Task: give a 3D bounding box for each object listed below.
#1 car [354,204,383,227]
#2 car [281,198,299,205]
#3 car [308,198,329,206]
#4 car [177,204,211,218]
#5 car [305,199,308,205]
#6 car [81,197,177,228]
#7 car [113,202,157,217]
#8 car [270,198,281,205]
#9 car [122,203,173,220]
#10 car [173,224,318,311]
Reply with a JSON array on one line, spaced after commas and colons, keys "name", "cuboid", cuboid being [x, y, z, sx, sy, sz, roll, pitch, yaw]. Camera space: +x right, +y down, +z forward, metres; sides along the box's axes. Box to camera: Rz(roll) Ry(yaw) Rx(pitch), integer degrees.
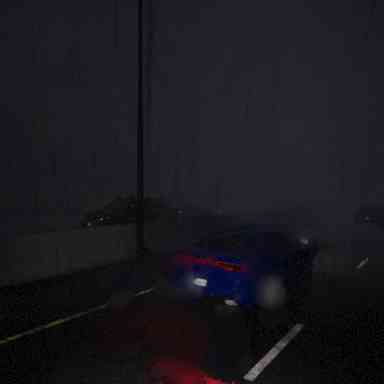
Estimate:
[{"name": "car", "cuboid": [12.937, 1.594, 23.701, 1.882, 1.535, 5.008, 0, 0, 36]}, {"name": "car", "cuboid": [19.335, 1.884, 64.533, 1.994, 1.385, 4.181, 0, 0, 31]}, {"name": "car", "cuboid": [20.738, 1.768, 53.529, 1.837, 1.490, 4.892, 0, 0, 34]}, {"name": "car", "cuboid": [-0.307, 1.747, 29.642, 1.895, 1.301, 4.718, 0, 0, 36]}, {"name": "car", "cuboid": [23.154, 1.879, 64.098, 1.994, 1.385, 4.181, 0, 0, 30]}, {"name": "car", "cuboid": [-3.612, 1.318, 19.178, 2.150, 2.045, 5.566, 0, -1, 36]}, {"name": "car", "cuboid": [-5.764, 1.732, 34.046, 1.994, 1.385, 4.181, 0, 0, 36]}, {"name": "car", "cuboid": [17.484, 1.866, 68.276, 2.033, 1.411, 5.357, 0, 0, 30]}, {"name": "car", "cuboid": [-3.970, 1.751, 30.559, 1.895, 1.301, 4.718, 0, 0, 36]}, {"name": "car", "cuboid": [1.598, 1.518, 8.115, 1.882, 1.535, 5.008, 0, 0, 36]}]
